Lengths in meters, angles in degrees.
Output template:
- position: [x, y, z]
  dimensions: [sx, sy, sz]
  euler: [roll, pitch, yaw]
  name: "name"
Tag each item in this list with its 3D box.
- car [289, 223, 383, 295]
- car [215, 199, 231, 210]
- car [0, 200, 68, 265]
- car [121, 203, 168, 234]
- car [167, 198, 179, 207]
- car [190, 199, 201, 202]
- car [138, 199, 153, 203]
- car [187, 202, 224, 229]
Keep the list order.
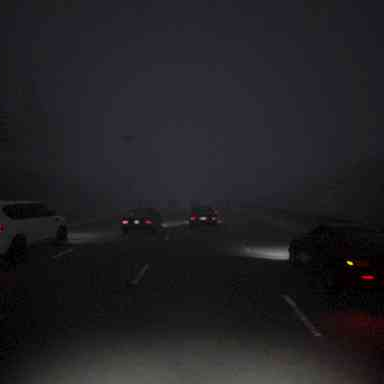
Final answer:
- position: [3.903, 1.516, 8.532]
  dimensions: [1.812, 1.442, 4.674]
  euler: [0, 0, 1]
  name: "car"
- position: [4.083, 1.631, 44.396]
  dimensions: [1.994, 1.385, 4.181]
  euler: [0, 0, 0]
  name: "car"
- position: [-6.511, 1.297, 12.138]
  dimensions: [2.150, 2.045, 5.566]
  euler: [0, 0, 1]
  name: "car"
- position: [-2.834, 1.612, 19.712]
  dimensions: [2.033, 1.411, 5.357]
  euler: [0, 0, 1]
  name: "car"
- position: [-2.985, 1.685, 52.988]
  dimensions: [2.033, 1.411, 5.357]
  euler: [0, 0, 0]
  name: "car"
- position: [0.516, 1.713, 52.962]
  dimensions: [1.895, 1.301, 4.718]
  euler: [0, 0, 0]
  name: "car"
- position: [-6.436, 1.694, 45.276]
  dimensions: [2.033, 1.411, 5.357]
  euler: [0, 0, 0]
  name: "car"
- position: [0.693, 1.590, 21.779]
  dimensions: [2.033, 1.411, 5.357]
  euler: [0, 0, 0]
  name: "car"
